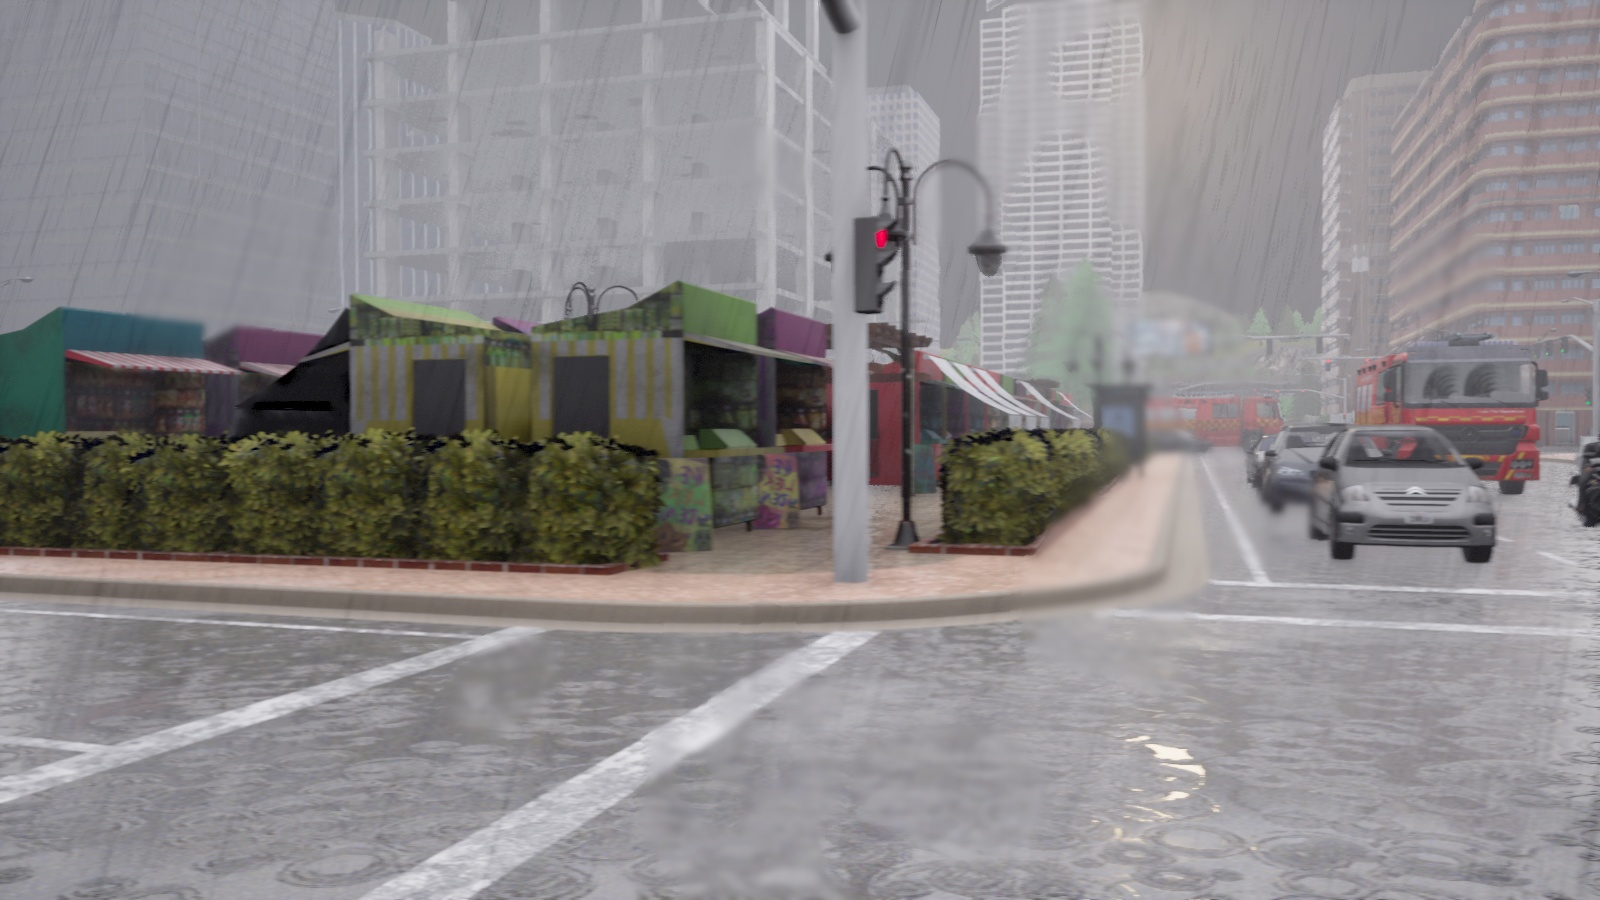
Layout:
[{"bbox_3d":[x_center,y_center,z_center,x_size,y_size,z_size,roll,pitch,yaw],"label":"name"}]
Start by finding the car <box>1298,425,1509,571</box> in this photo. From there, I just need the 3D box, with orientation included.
[{"bbox_3d":[7.525,0.496,16.051,1.851,1.617,3.988,1,1,17],"label":"car"}]

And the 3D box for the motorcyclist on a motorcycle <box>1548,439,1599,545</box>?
[{"bbox_3d":[12.093,0.603,18.963,0.866,1.530,2.191,1,0,17],"label":"motorcyclist on a motorcycle"}]

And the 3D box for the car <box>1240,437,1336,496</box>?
[{"bbox_3d":[13.071,0.379,33.912,2.033,1.411,5.357,1,1,17],"label":"car"}]

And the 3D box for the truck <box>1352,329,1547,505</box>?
[{"bbox_3d":[16.065,-0.786,31.719,2.891,3.827,8.468,1,1,17],"label":"truck"}]

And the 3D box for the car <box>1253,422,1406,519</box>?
[{"bbox_3d":[10.067,0.320,24.242,2.242,1.667,4.611,0,1,17],"label":"car"}]

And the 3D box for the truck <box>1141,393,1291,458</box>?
[{"bbox_3d":[25.243,-1.485,76.546,8.468,3.827,2.891,1,1,17],"label":"truck"}]

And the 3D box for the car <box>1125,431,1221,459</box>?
[{"bbox_3d":[21.562,-0.293,72.666,4.792,1.488,2.163,2,1,39],"label":"car"}]
